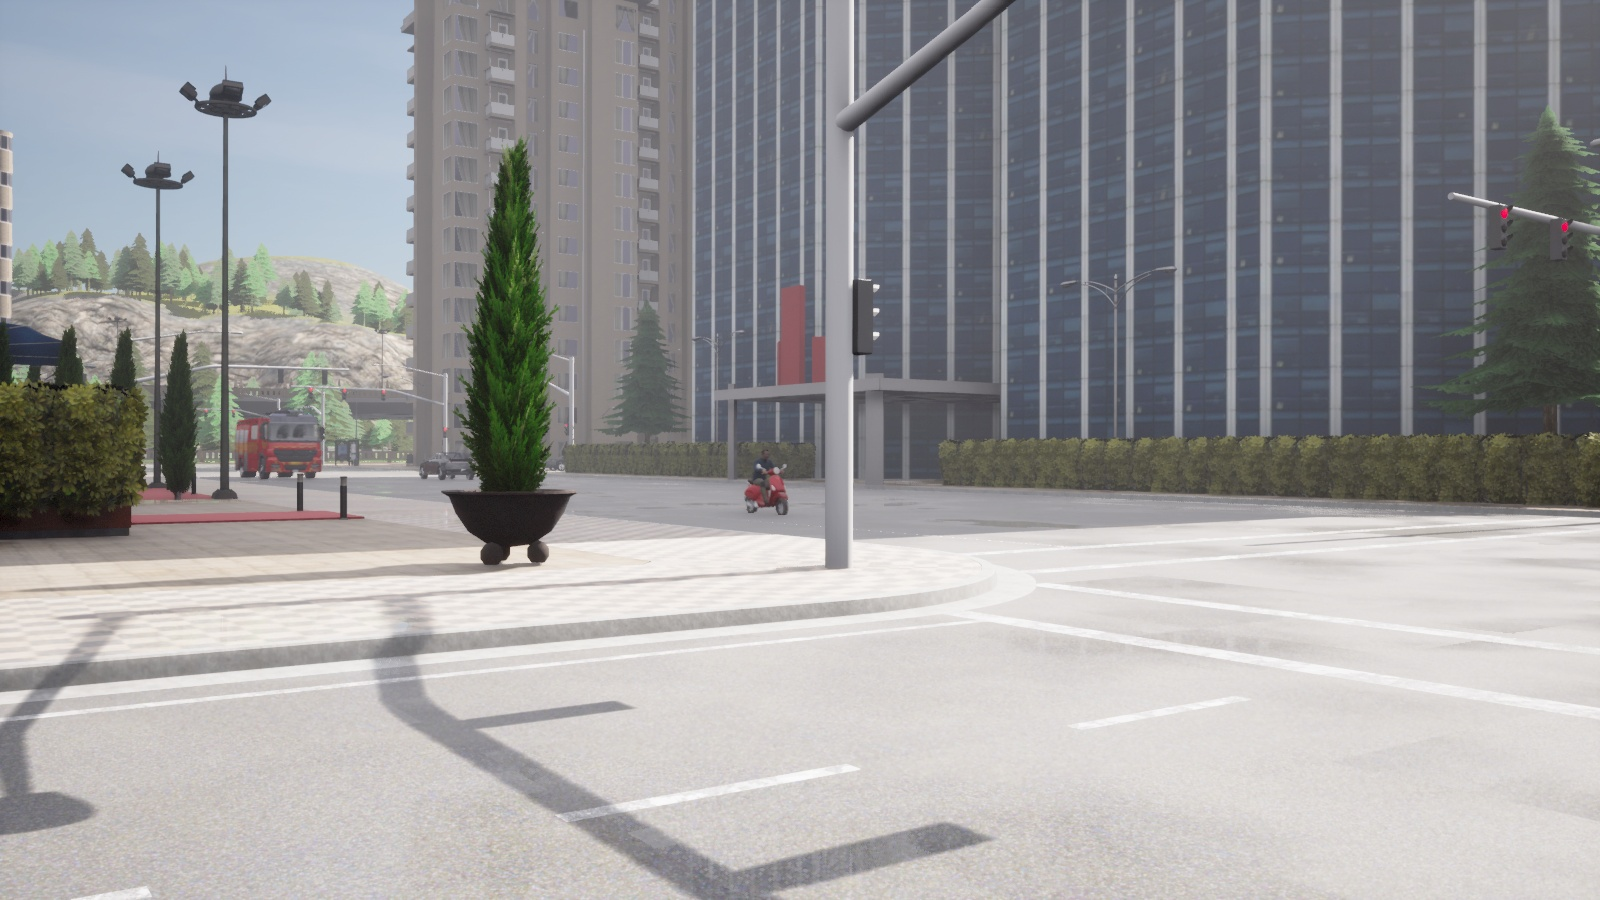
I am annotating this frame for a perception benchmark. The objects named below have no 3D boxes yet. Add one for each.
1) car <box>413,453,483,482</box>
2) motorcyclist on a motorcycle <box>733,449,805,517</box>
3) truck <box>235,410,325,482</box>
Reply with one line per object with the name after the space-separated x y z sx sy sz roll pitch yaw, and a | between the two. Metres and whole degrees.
-19.264 0.910 68.567 2.128 1.511 4.902 0 0 -35 | car
-0.771 0.774 30.235 0.866 1.590 1.817 0 0 -35 | motorcyclist on a motorcycle
-29.380 -0.184 70.761 2.891 3.827 8.468 0 0 -35 | truck
